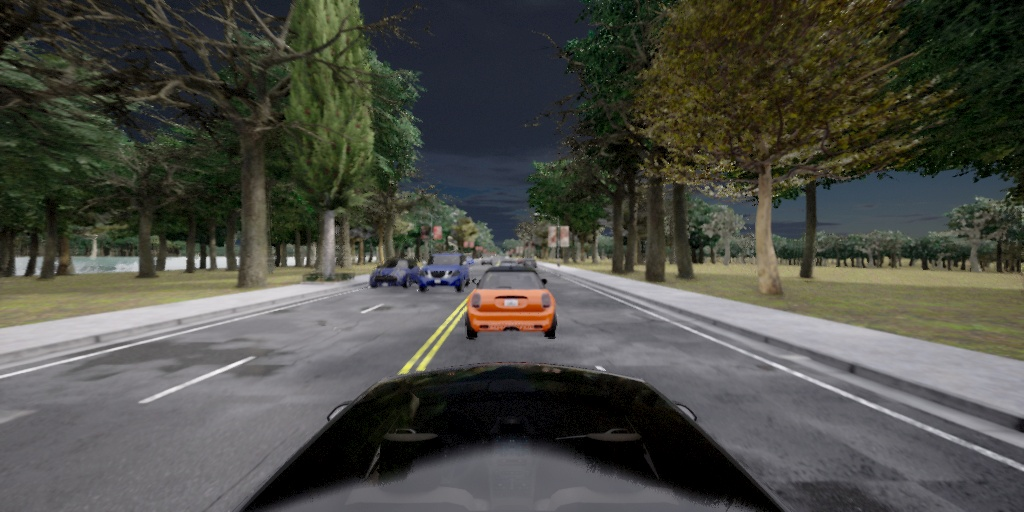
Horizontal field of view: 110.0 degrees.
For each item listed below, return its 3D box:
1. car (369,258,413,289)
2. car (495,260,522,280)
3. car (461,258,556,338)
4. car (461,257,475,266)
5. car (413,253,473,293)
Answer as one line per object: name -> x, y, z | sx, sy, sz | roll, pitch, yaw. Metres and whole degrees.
car -> -6.907, 0.954, 21.713 | 2.097, 1.767, 4.553 | 0, 0, -1
car -> -0.323, 1.125, 29.751 | 2.033, 1.411, 5.357 | 0, 0, -1
car -> -0.046, 1.046, 10.088 | 2.097, 1.767, 4.553 | 0, 0, -1
car -> -7.540, 0.914, 62.040 | 1.882, 1.535, 5.008 | 0, 0, -1
car -> -3.633, 0.843, 20.083 | 2.150, 2.045, 5.566 | 0, 0, -1
